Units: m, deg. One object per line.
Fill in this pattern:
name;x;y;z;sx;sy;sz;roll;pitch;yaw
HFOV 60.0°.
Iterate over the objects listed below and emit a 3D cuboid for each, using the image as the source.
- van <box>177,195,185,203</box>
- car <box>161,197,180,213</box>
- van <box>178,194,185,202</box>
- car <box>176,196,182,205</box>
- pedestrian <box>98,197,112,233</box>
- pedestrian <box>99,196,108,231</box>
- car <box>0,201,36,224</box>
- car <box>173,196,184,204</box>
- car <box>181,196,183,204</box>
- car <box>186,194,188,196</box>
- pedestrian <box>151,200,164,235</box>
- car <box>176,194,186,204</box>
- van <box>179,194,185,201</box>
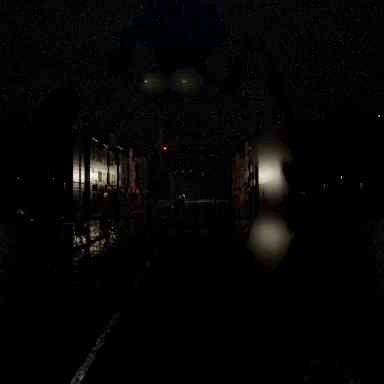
van;-2.638;1.503;77.624;1.690;1.788;3.998;0;0;0
car;-2.635;1.569;38.216;1.752;1.417;4.829;0;0;0
van;-2.639;1.524;83.229;1.690;1.788;3.998;0;0;0
car;-2.636;1.601;43.991;1.887;1.381;4.507;0;0;0
pedestrian;-4.411;1.147;16.928;0.375;1.860;0.375;0;0;0
pedestrian;-4.813;1.152;18.132;0.375;1.860;0.375;0;0;0
car;-13.469;1.383;23.307;4.553;1.767;2.097;0;0;-1
car;-2.638;1.562;66.412;1.967;1.590;4.097;0;0;0
car;-2.637;1.652;49.596;1.802;1.307;4.206;0;0;0
car;-2.638;1.457;72.018;2.192;1.841;5.009;0;0;0
pedestrian;-1.829;1.305;17.528;0.375;1.860;0.375;0;0;0
car;-2.637;1.544;60.807;1.967;1.590;4.097;0;0;0
van;-2.639;1.546;88.835;1.690;1.788;3.998;0;0;0
